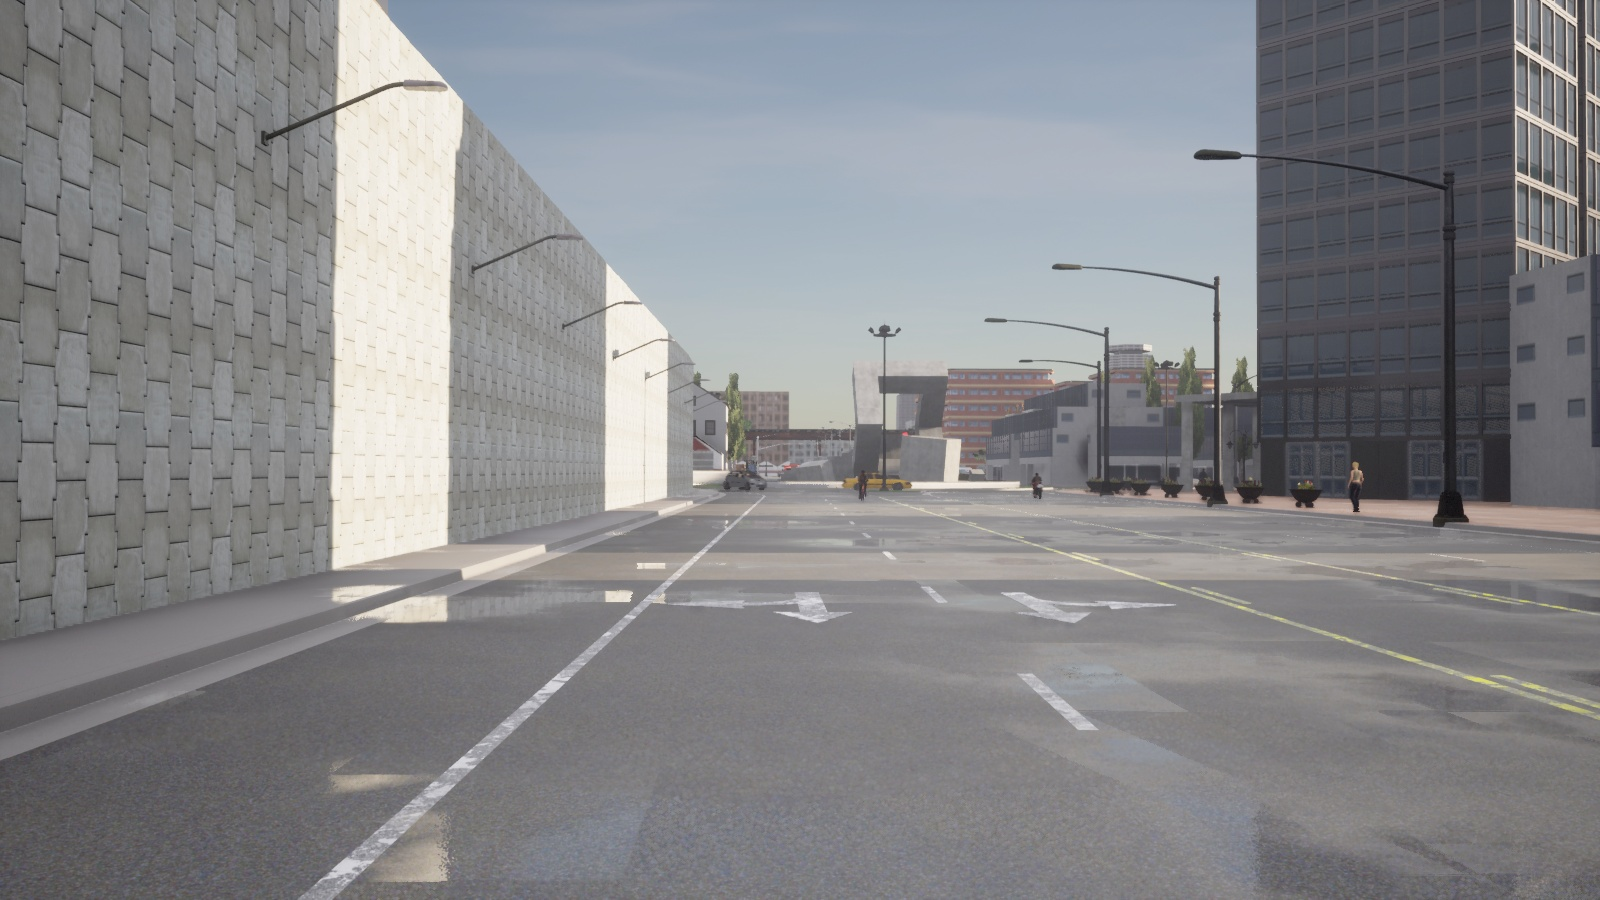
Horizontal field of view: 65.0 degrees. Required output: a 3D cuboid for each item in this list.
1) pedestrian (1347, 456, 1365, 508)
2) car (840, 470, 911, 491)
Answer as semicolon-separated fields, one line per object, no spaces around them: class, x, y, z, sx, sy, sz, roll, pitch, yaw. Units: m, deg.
pedestrian;20.059;1.148;45.315;0.345;1.836;0.594;0;-1;-5
car;5.747;2.329;95.404;5.366;1.575;1.801;0;-1;4
